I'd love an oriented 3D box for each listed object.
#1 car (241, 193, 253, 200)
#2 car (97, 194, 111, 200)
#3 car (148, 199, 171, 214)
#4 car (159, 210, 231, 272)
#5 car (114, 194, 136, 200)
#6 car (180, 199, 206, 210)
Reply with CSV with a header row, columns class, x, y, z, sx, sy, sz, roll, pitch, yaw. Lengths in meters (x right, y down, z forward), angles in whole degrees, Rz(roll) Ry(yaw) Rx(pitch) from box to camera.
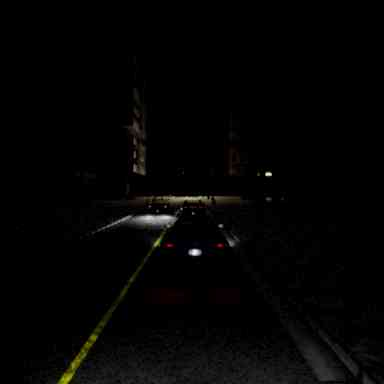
class,x,y,z,sx,sy,sz,roll,pitch,yaw
car,11.898,0.957,66.098,4.097,1.590,1.967,0,0,0
car,-20.615,1.100,74.823,4.829,1.417,1.752,0,0,0
car,-3.098,1.394,32.227,1.895,1.301,4.718,0,0,0
car,0.082,1.497,10.489,1.994,1.385,4.181,0,0,0
car,-15.013,1.085,74.788,4.829,1.417,1.752,0,0,0
car,0.086,1.322,26.540,2.128,1.511,4.902,0,0,0
